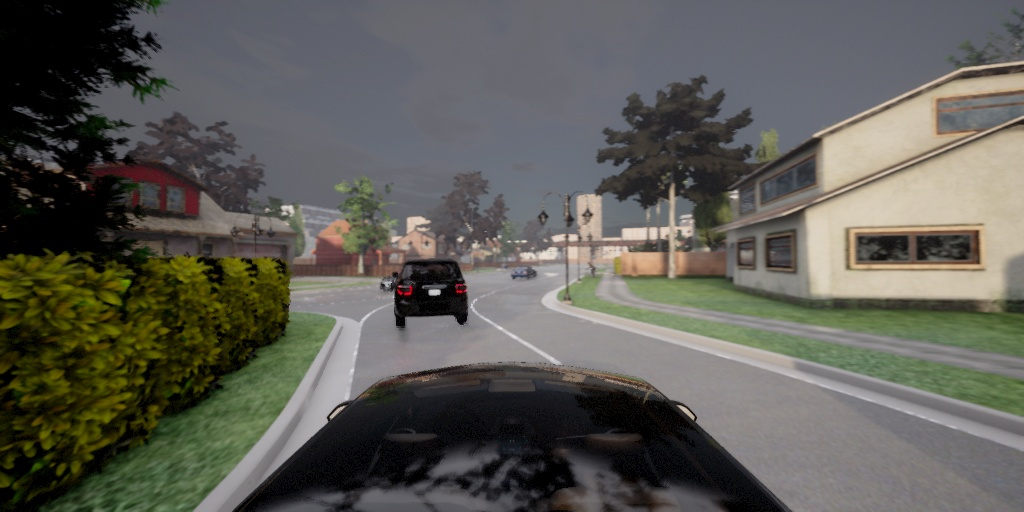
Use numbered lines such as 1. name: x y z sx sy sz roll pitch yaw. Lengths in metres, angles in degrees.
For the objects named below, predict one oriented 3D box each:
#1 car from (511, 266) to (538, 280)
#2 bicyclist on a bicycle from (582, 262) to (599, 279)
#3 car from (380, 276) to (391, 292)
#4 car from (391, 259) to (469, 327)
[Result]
1. car: 1.338 1.706 37.450 2.033 1.411 5.357 -1 -1 15
2. bicyclist on a bicycle: 7.599 1.387 34.646 1.656 1.620 0.582 -1 -1 16
3. car: -6.574 1.543 23.661 2.128 1.511 4.902 0 -1 21
4. car: -2.915 1.119 12.467 2.150 2.045 5.566 0 0 -17
